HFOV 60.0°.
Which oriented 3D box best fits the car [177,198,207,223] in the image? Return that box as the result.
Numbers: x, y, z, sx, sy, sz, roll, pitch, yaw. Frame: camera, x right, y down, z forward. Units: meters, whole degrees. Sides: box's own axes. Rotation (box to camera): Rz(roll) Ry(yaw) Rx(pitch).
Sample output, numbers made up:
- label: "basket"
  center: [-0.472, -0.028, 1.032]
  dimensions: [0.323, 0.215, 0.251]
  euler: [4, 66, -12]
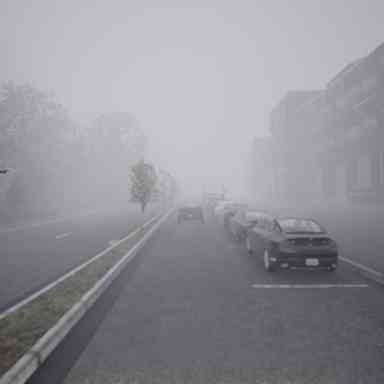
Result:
- label: "car"
  center: [-0.113, 1.461, 25.202]
  dimensions: [1.882, 1.535, 5.008]
  euler: [0, 0, 0]

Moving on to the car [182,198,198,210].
- label: "car"
  center: [-0.269, 1.540, 42.958]
  dimensions: [1.895, 1.301, 4.718]
  euler: [0, 0, -1]

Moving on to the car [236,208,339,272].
- label: "car"
  center: [2.966, 1.478, 10.692]
  dimensions: [2.231, 1.521, 4.892]
  euler: [0, 0, -1]

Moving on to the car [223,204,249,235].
- label: "car"
  center: [2.917, 1.513, 16.242]
  dimensions: [2.002, 1.452, 4.674]
  euler: [0, 0, -1]

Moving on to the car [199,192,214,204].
- label: "car"
  center: [2.524, 1.090, 60.642]
  dimensions: [2.435, 2.045, 5.566]
  euler: [0, 0, -1]

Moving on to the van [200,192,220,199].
- label: "van"
  center: [2.622, 1.166, 49.638]
  dimensions: [1.878, 1.987, 4.442]
  euler: [0, 0, -1]

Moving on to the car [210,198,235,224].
- label: "car"
  center: [2.820, 1.497, 27.335]
  dimensions: [2.002, 1.452, 4.674]
  euler: [0, 0, 0]

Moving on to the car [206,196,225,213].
- label: "car"
  center: [2.770, 1.476, 32.914]
  dimensions: [2.163, 1.488, 4.792]
  euler: [0, 0, -1]
